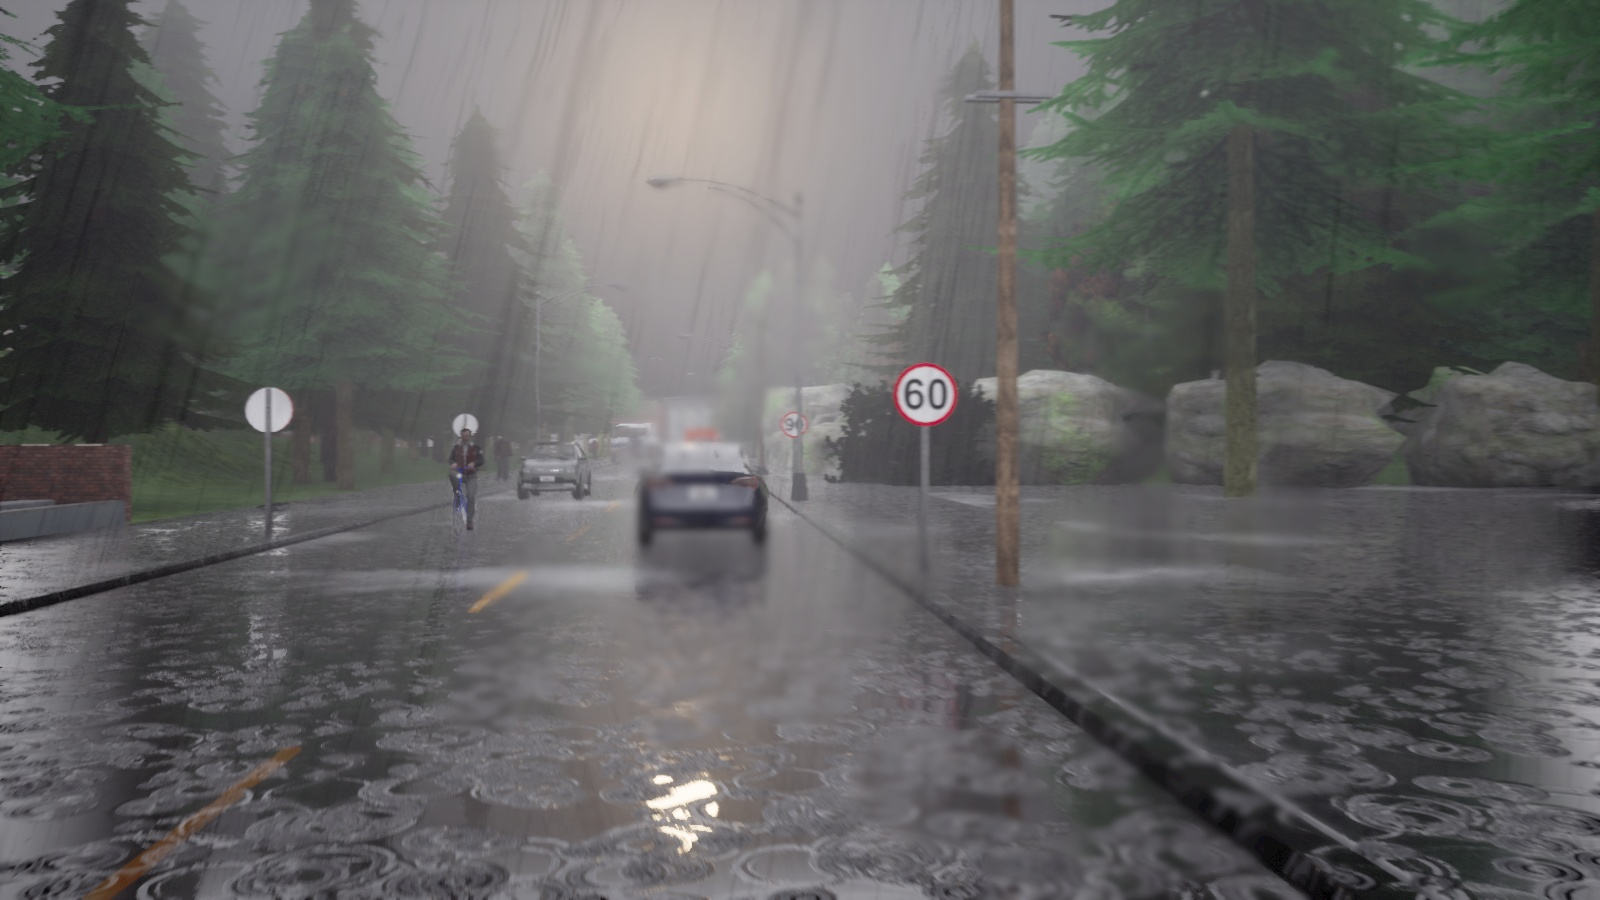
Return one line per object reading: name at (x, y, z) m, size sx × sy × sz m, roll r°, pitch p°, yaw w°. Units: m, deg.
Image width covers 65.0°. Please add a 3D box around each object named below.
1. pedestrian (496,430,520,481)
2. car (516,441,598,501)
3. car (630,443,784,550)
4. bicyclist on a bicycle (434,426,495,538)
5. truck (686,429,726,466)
pedestrian at (-10.810, 0.205, 46.434) m, size 0.634 × 1.844 × 0.899 m, roll 0°, pitch 0°, yaw -29°
car at (-6.591, 0.537, 34.364) m, size 1.789 × 1.549 × 3.705 m, roll 0°, pitch 0°, yaw -4°
car at (-1.485, 0.636, 20.027) m, size 2.163 × 1.488 × 4.792 m, roll 0°, pitch 0°, yaw -4°
bicyclist on a bicycle at (-5.566, 0.504, 20.928) m, size 0.659 × 1.776 × 1.843 m, roll 0°, pitch 0°, yaw -4°
truck at (-6.411, -0.202, 85.328) m, size 2.627 × 2.467 × 5.204 m, roll 0°, pitch 1°, yaw -4°
